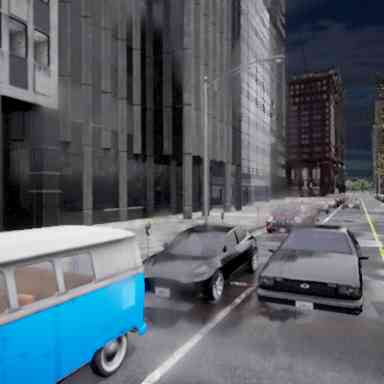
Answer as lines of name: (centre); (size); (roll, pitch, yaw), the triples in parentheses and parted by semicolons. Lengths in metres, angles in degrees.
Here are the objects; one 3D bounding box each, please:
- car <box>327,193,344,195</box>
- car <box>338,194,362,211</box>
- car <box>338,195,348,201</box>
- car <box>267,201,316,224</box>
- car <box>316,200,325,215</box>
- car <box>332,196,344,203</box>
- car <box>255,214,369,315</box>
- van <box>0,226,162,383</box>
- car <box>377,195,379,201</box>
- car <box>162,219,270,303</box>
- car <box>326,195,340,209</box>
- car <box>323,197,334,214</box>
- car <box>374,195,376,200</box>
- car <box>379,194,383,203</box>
car: (20.565, 1.212, 48.739); (2.192, 1.841, 5.009); (0, 0, 27)
car: (18.835, 1.384, 39.302); (2.128, 1.511, 4.902); (0, 0, 27)
car: (38.207, 1.461, 84.050); (1.947, 1.339, 4.313); (0, 0, 27)
car: (5.447, 1.401, 18.473); (1.967, 1.590, 4.097); (0, 0, 27)
car: (7.967, 1.493, 23.517); (1.887, 1.381, 4.507); (0, 0, 27)
car: (28.127, 1.458, 63.873); (1.947, 1.339, 4.313); (0, 0, 27)
car: (3.096, 1.524, 8.018); (2.033, 1.411, 5.357); (0, 0, 27)
van: (-2.113, 1.350, 3.338); (1.690, 1.788, 3.998); (0, 0, 27)
car: (40.867, 1.379, 70.298); (1.752, 1.417, 4.829); (0, 0, 27)
car: (0.408, 1.556, 8.383); (1.947, 1.339, 4.313); (0, 0, 27)
car: (17.971, 1.426, 43.543); (1.752, 1.417, 4.829); (0, 0, 27)
car: (13.008, 1.503, 33.607); (1.802, 1.307, 4.206); (0, 0, 27)
car: (45.831, 1.298, 80.236); (1.967, 1.590, 4.097); (0, 0, 27)
car: (38.271, 1.420, 65.100); (1.947, 1.339, 4.313); (0, 0, 27)
